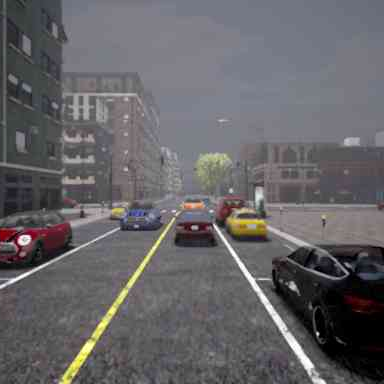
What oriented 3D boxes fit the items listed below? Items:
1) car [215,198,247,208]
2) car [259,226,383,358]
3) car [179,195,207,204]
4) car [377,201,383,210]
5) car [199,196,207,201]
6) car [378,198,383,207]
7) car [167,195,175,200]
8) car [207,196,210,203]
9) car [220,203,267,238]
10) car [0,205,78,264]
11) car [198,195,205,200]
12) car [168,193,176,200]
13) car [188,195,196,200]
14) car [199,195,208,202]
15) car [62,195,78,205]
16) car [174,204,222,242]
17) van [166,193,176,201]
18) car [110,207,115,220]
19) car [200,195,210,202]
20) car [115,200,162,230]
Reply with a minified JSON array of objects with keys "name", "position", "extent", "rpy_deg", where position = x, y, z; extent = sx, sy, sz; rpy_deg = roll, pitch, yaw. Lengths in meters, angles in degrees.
[{"name":"car","position":[2.693,1.292,22.632],"extent":[2.192,1.841,5.009],"rpy_deg":[0,0,0]},{"name":"car","position":[2.690,1.560,6.013],"extent":[1.947,1.339,4.313],"rpy_deg":[0,0,0]},{"name":"car","position":[0.137,1.319,32.000],"extent":[2.097,1.767,4.553],"rpy_deg":[0,0,1]},{"name":"car","position":[26.156,1.627,42.659],"extent":[4.507,1.381,1.887],"rpy_deg":[0,0,0]},{"name":"car","position":[2.700,1.555,83.214],"extent":[1.802,1.307,4.206],"rpy_deg":[0,0,0]},{"name":"car","position":[31.451,1.623,51.128],"extent":[4.829,1.417,1.752],"rpy_deg":[0,0,0]},{"name":"car","position":[-5.680,1.560,88.914],"extent":[1.802,1.307,4.206],"rpy_deg":[0,0,0]},{"name":"car","position":[2.698,1.512,66.124],"extent":[2.008,1.369,4.403],"rpy_deg":[0,0,0]},{"name":"car","position":[2.692,1.508,17.263],"extent":[1.752,1.417,4.829],"rpy_deg":[0,0,0]},{"name":"car","position":[-5.689,1.428,11.555],"extent":[1.967,1.590,4.097],"rpy_deg":[0,0,0]},{"name":"car","position":[2.702,1.536,94.608],"extent":[2.008,1.369,4.403],"rpy_deg":[0,0,0]},{"name":"car","position":[-5.679,1.300,94.611],"extent":[2.192,1.841,5.009],"rpy_deg":[0,0,0]},{"name":"car","position":[0.013,1.475,90.389],"extent":[2.128,1.511,4.902],"rpy_deg":[0,0,0]},{"name":"car","position":[2.699,1.408,77.517],"extent":[1.967,1.590,4.097],"rpy_deg":[0,0,0]},{"name":"car","position":[-17.268,1.219,42.409],"extent":[5.009,1.841,2.192],"rpy_deg":[0,0,0]},{"name":"car","position":[0.106,1.530,16.351],"extent":[2.033,1.411,5.357],"rpy_deg":[0,0,0]},{"name":"van","position":[-5.681,1.313,83.217],"extent":[1.690,1.788,3.998],"rpy_deg":[0,0,0]},{"name":"car","position":[-5.688,1.496,28.004],"extent":[1.752,1.417,4.829],"rpy_deg":[0,0,0]},{"name":"car","position":[2.699,1.405,71.821],"extent":[1.967,1.590,4.097],"rpy_deg":[0,0,0]},{"name":"car","position":[-3.087,1.330,20.797],"extent":[2.097,1.767,4.553],"rpy_deg":[0,0,0]}]
